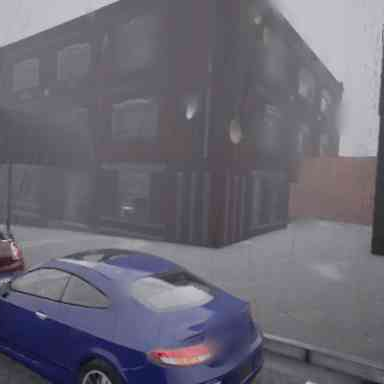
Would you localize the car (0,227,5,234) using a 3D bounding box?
[{"bbox_3d":[-5.943,1.343,7.772,4.553,1.767,2.185,0,0,35],"label":"car"}]

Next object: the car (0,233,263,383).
[{"bbox_3d":[-1.366,1.516,4.507,4.674,1.452,2.002,0,0,36],"label":"car"}]
